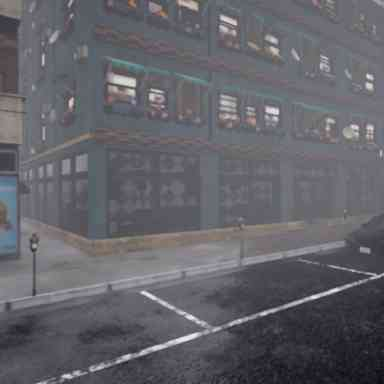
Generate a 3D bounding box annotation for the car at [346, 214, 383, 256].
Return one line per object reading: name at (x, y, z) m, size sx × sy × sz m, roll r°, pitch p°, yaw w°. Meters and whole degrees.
car at (7.205, 1.437, 11.697) m, size 4.313 × 1.339 × 1.947 m, roll -1°, pitch 1°, yaw -36°
